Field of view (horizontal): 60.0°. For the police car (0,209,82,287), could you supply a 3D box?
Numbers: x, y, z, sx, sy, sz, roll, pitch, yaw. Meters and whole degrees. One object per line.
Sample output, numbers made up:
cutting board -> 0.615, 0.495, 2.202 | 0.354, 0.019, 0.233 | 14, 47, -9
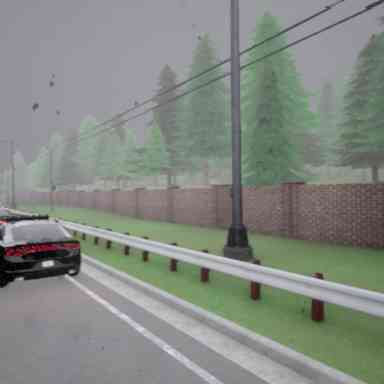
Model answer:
police car -> -4.882, 1.506, 9.916 | 1.930, 1.638, 5.238 | -1, 0, -36
